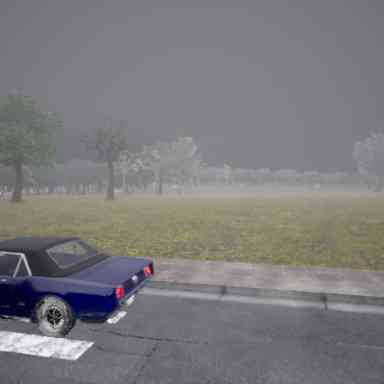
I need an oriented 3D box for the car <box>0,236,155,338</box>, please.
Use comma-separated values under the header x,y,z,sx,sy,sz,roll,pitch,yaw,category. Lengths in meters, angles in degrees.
x,y,z,sx,sy,sz,roll,pitch,yaw,category
-3.190,1.499,6.080,4.718,1.301,1.895,1,2,12,car
